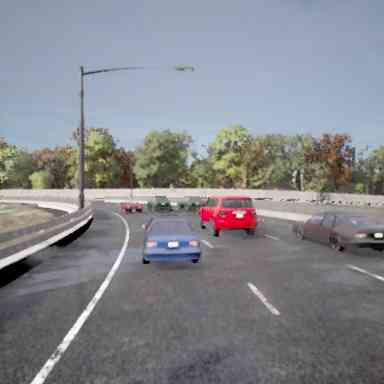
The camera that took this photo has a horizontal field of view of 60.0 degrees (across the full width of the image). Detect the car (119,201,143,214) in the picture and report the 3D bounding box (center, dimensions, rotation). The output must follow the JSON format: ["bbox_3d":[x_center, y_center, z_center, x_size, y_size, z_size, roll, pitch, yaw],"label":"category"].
[{"bbox_3d":[-6.750,1.610,36.332,1.895,1.301,4.718,0,0,-20],"label":"car"}]

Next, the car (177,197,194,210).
[{"bbox_3d":[-0.179,1.331,38.576,2.097,1.767,4.553,0,0,-20],"label":"car"}]

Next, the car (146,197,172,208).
[{"bbox_3d":[-3.922,1.347,38.641,2.097,1.767,4.553,0,0,-20],"label":"car"}]

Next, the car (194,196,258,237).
[{"bbox_3d":[1.803,1.205,18.301,2.150,2.045,5.566,0,0,-10],"label":"car"}]

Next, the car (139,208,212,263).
[{"bbox_3d":[-0.827,1.545,12.012,2.033,1.411,5.357,0,0,-7],"label":"car"}]

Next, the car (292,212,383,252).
[{"bbox_3d":[6.017,1.514,13.738,2.033,1.411,5.357,0,0,-7],"label":"car"}]
